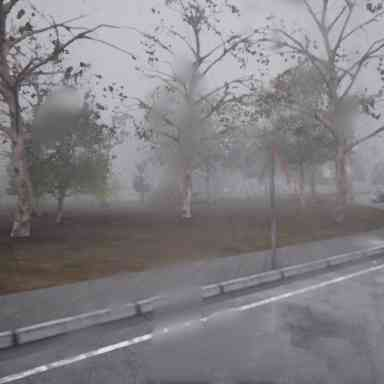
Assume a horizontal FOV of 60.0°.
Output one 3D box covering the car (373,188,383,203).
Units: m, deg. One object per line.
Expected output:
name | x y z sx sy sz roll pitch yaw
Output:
car | 22.211 0.550 36.527 1.994 1.385 4.181 -2 1 4

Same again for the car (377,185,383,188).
car | 32.089 -0.412 55.160 4.553 1.767 2.097 -3 2 -33
